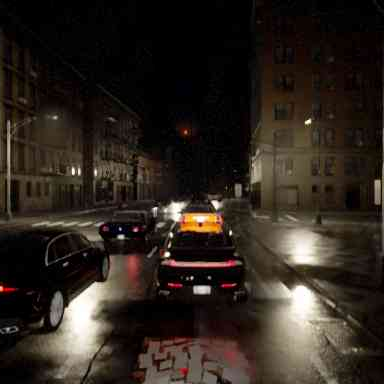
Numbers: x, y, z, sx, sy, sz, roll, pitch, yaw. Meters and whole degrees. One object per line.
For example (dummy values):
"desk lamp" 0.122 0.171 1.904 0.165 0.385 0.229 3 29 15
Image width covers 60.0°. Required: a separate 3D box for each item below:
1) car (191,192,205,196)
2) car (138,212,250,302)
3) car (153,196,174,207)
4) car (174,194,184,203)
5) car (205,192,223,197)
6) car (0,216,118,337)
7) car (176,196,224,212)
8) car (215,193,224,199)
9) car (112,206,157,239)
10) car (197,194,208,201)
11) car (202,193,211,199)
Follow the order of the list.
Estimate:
"car" 1.123 0.957 64.817 2.150 2.045 5.566 0 0 8
"car" 0.210 1.467 8.160 2.128 1.511 4.902 0 0 1
"car" -4.212 1.356 47.427 1.812 1.442 4.674 0 0 6
"car" -2.331 1.248 63.673 1.837 1.490 4.892 0 0 8
"car" 4.270 0.961 63.804 2.150 2.045 5.566 0 0 8
"car" -3.054 1.485 6.746 1.837 1.490 4.892 0 0 1
"car" 0.472 1.301 17.277 2.097 1.767 4.553 0 0 2
"car" 6.972 1.078 83.871 1.812 1.442 4.674 0 0 8
"car" -2.836 1.554 15.880 1.895 1.301 4.718 0 0 2
"car" 2.466 1.219 74.788 2.033 1.411 5.357 0 0 8
"car" 3.751 1.053 84.305 1.837 1.490 4.892 0 0 8
